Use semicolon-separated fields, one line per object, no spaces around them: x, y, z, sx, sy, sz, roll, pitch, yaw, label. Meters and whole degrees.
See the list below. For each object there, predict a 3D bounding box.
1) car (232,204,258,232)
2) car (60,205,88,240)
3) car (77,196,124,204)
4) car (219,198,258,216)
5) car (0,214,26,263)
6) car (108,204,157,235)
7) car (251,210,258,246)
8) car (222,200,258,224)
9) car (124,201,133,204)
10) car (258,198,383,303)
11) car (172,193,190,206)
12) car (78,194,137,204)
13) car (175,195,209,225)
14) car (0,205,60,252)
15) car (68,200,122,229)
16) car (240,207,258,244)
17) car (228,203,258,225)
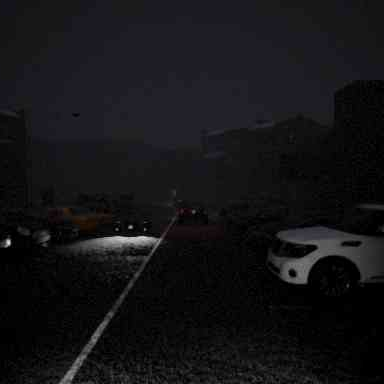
4.647;1.504;16.282;4.892;1.521;2.231;0;0;0;car
-7.683;1.503;15.160;4.892;1.521;2.231;0;0;0;car
-7.644;1.384;24.104;4.553;1.767;2.185;0;0;0;car
4.650;1.487;27.345;4.892;1.521;2.231;0;1;0;car
-7.707;1.523;9.409;4.792;1.488;2.163;0;0;0;car
-3.107;1.591;18.908;1.994;1.385;4.181;0;0;0;car
4.646;1.495;10.571;5.008;1.535;2.097;0;0;0;car
4.661;1.512;21.743;4.892;1.521;2.231;0;0;0;car
-7.679;1.491;26.934;5.008;1.535;2.097;0;0;0;car
4.623;1.240;7.777;5.566;2.045;2.435;0;0;0;car
-1.146;0.953;40.822;2.097;1.767;4.553;-1;3;-14;car
-7.644;1.196;29.876;5.566;2.045;2.435;0;1;0;car
0.106;1.378;24.606;2.097;1.767;4.553;0;0;0;car
-7.709;1.372;12.347;4.553;1.767;2.185;0;0;0;car
-7.490;1.507;21.162;5.366;1.575;1.946;0;0;0;car
4.659;1.500;13.364;4.892;1.521;2.231;0;0;0;car
4.656;1.547;18.952;4.674;1.452;2.002;0;0;0;car
